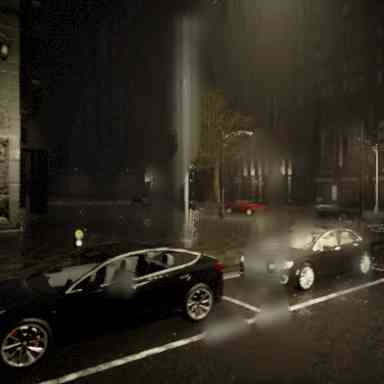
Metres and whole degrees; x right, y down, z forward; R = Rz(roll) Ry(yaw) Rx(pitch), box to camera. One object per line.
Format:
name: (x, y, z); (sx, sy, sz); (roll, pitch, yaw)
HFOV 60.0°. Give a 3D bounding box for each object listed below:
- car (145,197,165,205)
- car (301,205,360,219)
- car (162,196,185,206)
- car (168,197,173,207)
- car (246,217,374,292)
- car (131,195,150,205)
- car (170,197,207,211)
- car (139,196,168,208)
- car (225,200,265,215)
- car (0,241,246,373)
car: (-7.392, 1.765, 66.153); (1.882, 1.535, 5.008); (0, 0, -36)
car: (11.756, 1.769, 28.118); (1.895, 1.301, 4.718); (0, 0, -36)
car: (-3.393, 1.619, 60.656); (2.097, 1.767, 4.553); (0, 0, -35)
car: (-3.873, 1.748, 55.754); (2.128, 1.511, 4.902); (0, 0, -35)
car: (3.211, 1.586, 8.945); (4.403, 1.369, 2.008); (0, 0, -36)
car: (-9.809, 1.509, 63.946); (2.150, 2.045, 5.566); (0, 0, -36)
car: (-0.273, 1.773, 44.904); (2.033, 1.411, 5.357); (0, 0, -36)
car: (-6.255, 1.781, 53.341); (1.812, 1.442, 4.674); (0, 0, -36)
car: (5.768, 1.674, 36.470); (1.882, 1.535, 5.008); (0, 0, -36)
car: (-1.378, 1.576, 5.670); (4.313, 1.339, 1.947); (0, 0, -36)
